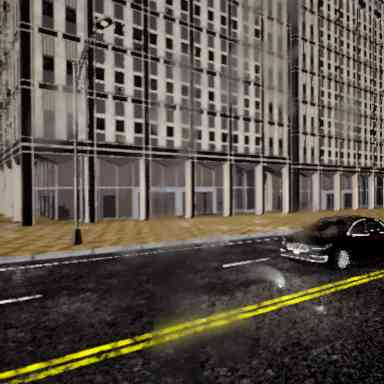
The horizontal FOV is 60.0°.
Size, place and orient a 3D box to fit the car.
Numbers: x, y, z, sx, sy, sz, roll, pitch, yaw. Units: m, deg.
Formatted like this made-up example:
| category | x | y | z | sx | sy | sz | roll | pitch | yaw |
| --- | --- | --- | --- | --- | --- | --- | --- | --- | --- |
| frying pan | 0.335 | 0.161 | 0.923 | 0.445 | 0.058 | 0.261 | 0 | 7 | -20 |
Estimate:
| category | x | y | z | sx | sy | sz | roll | pitch | yaw |
| --- | --- | --- | --- | --- | --- | --- | --- | --- | --- |
| car | 5.088 | 1.563 | 11.265 | 4.892 | 1.490 | 1.837 | 1 | -1 | -35 |
